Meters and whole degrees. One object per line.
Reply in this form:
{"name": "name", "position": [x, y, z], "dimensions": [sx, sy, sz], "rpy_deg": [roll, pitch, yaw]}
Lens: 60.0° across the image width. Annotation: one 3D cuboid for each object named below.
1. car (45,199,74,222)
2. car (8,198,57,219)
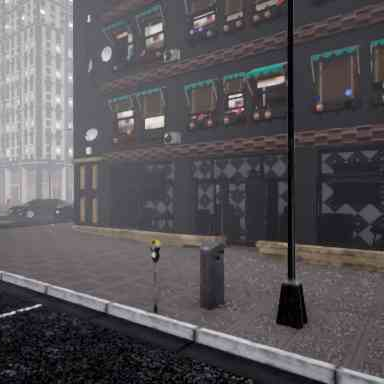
{"name": "car", "position": [-7.336, 1.279, 22.805], "dimensions": [1.947, 1.339, 4.313], "rpy_deg": [1, 1, 35]}
{"name": "car", "position": [-11.901, 1.239, 26.400], "dimensions": [1.837, 1.490, 4.892], "rpy_deg": [0, 1, 35]}
